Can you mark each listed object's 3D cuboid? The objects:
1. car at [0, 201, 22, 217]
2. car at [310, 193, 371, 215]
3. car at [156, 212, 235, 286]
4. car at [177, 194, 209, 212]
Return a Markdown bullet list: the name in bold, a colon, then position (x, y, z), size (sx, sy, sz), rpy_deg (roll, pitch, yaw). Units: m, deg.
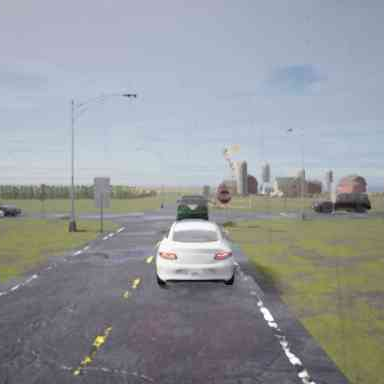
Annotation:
- **car**: position (-17.896, 1.472, 29.924), size (4.892, 1.490, 1.837), rpy_deg (1, 1, 5)
- **car**: position (14.676, 1.123, 32.858), size (5.566, 2.045, 2.150), rpy_deg (0, 1, -2)
- **car**: position (0.080, 1.504, 9.206), size (1.812, 1.442, 4.674), rpy_deg (0, 0, 0)
- **car**: position (0.045, 1.177, 24.618), size (2.150, 2.045, 5.566), rpy_deg (0, 0, 0)
